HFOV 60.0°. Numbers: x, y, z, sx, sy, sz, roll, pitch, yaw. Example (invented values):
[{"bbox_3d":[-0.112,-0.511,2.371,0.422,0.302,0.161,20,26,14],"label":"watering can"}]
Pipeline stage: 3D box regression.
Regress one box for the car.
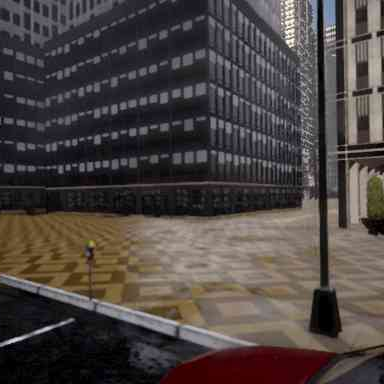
[{"bbox_3d":[1.528,1.579,1.769,4.206,1.307,1.802,-1,-1,35],"label":"car"}]
